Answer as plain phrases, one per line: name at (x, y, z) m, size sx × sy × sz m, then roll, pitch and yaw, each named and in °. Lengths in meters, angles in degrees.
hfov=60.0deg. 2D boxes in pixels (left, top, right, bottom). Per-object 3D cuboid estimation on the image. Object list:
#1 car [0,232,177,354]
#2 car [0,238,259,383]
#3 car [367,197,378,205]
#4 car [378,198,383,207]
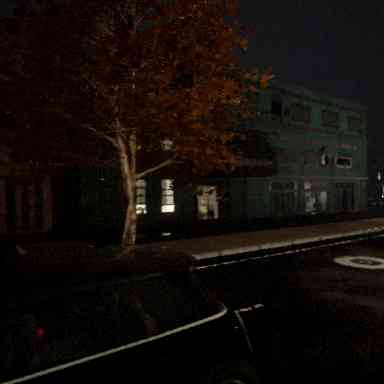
car at (-2.766, 1.597, 5.708) m, size 4.718 × 1.301 × 1.895 m, roll 0°, pitch 0°, yaw -36°
car at (-1.656, 1.354, 2.517) m, size 4.553 × 1.767 × 2.097 m, roll 0°, pitch 0°, yaw -36°
car at (30.194, 1.544, 56.860) m, size 2.008 × 1.369 × 4.403 m, roll -2°, pitch 0°, yaw -36°
car at (28.285, 1.585, 45.102) m, size 1.947 × 1.339 × 4.313 m, roll -2°, pitch 0°, yaw -36°
